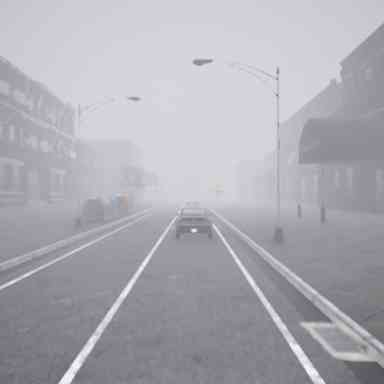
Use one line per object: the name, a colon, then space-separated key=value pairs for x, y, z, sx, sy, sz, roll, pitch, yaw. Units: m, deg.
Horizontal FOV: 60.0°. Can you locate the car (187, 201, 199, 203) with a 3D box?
car: x=0.107 y=1.683 z=35.804 sx=2.033 sy=1.411 sz=5.357 roll=0 pitch=0 yaw=0

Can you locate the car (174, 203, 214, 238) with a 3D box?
car: x=0.103 y=1.545 z=17.808 sx=1.837 sy=1.490 sz=4.892 roll=0 pitch=0 yaw=0
